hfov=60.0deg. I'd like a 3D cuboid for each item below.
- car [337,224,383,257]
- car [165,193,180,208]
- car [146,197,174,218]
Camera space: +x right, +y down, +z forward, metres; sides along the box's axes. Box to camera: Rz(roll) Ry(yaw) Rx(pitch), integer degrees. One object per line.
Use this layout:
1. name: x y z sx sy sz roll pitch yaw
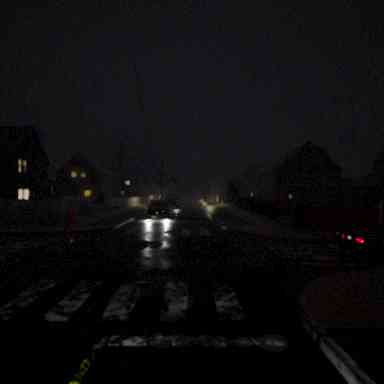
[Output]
1. car: 8.116 1.731 11.790 5.357 1.411 2.033 1 -1 1
2. car: -2.899 1.227 47.827 2.150 2.045 5.566 0 0 0
3. car: -2.883 1.489 29.503 1.837 1.490 4.892 0 0 0
